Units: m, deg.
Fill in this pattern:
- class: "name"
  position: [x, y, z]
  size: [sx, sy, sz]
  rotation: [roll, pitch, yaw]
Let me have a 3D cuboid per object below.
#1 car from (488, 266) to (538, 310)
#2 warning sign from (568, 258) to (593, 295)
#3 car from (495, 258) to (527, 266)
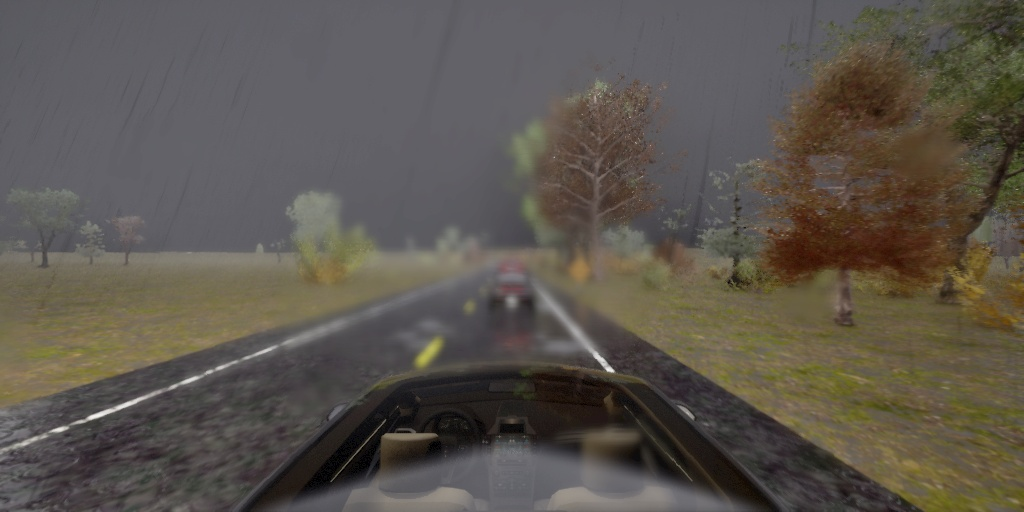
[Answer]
- class: "car"
  position: [0.025, 1.378, 15.354]
  size: [1.837, 1.490, 4.892]
  rotation: [0, 0, 1]
- class: "warning sign"
  position: [3.551, 1.015, 18.723]
  size: [1.300, 1.860, 1.060]
  rotation: [0, 0, 0]
- class: "car"
  position: [0.015, 1.216, 29.423]
  size: [2.150, 2.045, 5.566]
  rotation: [0, 0, 0]
